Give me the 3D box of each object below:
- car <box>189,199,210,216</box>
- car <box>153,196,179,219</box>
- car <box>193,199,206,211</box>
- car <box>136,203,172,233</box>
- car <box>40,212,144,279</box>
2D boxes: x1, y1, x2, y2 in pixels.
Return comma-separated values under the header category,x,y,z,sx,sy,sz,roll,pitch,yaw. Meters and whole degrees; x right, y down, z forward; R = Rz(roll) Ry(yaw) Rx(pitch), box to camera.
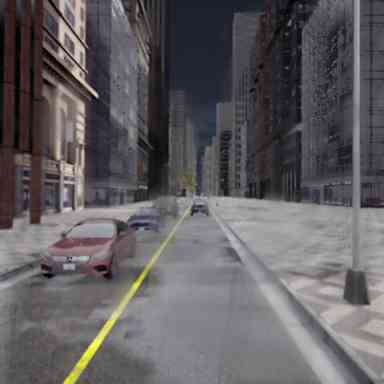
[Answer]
category,x,y,z,sx,sy,sz,roll,pitch,yaw
car,0.811,1.721,34.940,1.837,1.490,4.892,0,-1,1
car,-2.409,1.396,31.425,2.150,2.045,5.566,0,0,1
car,1.068,1.797,47.355,1.837,1.490,4.892,0,0,1
car,-2.689,1.657,20.777,2.033,1.411,5.357,0,0,1
car,-2.914,1.570,10.383,1.812,1.442,4.674,0,0,1
